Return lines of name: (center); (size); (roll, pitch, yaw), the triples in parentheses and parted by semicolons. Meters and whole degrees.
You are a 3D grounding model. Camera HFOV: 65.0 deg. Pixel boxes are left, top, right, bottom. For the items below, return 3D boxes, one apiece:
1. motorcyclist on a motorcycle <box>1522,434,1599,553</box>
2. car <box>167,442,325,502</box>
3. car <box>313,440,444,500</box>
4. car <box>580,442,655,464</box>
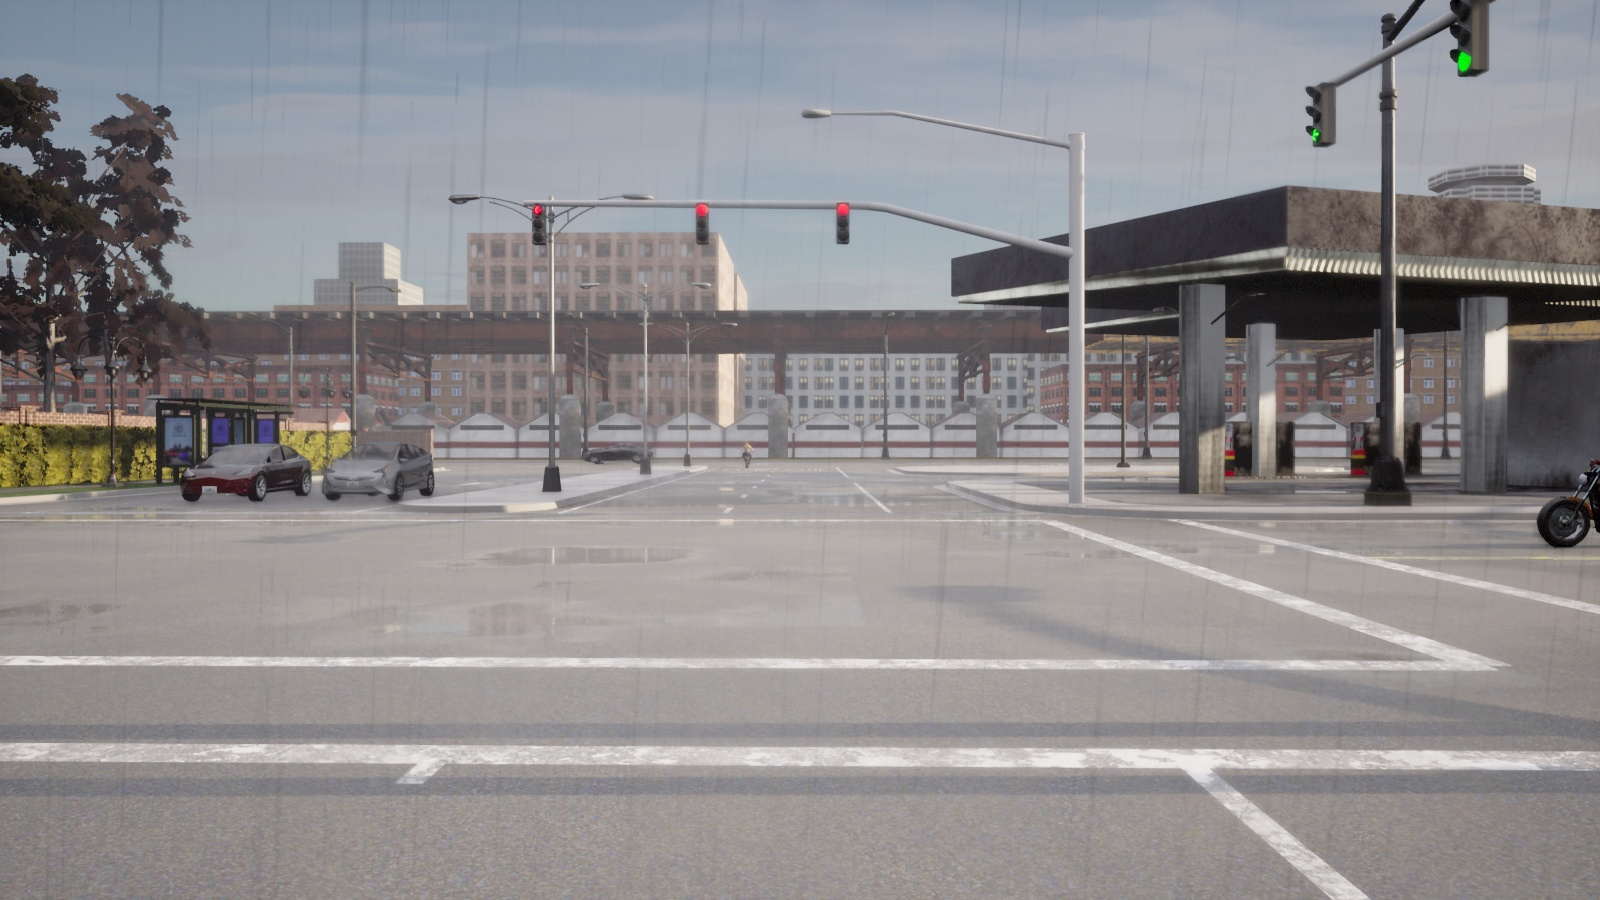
motorcyclist on a motorcycle: (11.649, 0.605, 17.834); (2.350, 1.649, 0.766); (0, 0, -1)
car: (-14.822, 0.542, 33.925); (2.163, 1.488, 4.792); (0, 0, 0)
car: (-11.300, 0.492, 34.023); (2.007, 1.525, 4.514); (0, 0, 0)
car: (-12.735, 0.196, 87.700); (4.902, 1.511, 2.128); (0, 0, 1)
